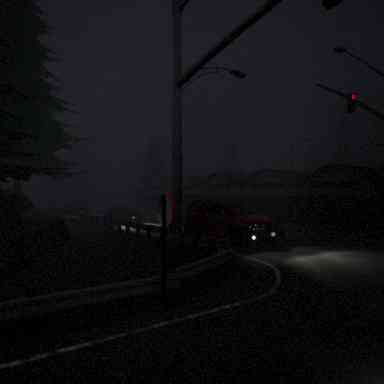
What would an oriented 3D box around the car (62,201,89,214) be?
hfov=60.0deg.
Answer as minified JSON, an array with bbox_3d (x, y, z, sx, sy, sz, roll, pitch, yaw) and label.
[{"bbox_3d":[-13.181,1.739,37.525,2.033,1.411,5.357,0,0,-34],"label":"car"}]

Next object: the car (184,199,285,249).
[{"bbox_3d":[1.808,1.412,16.201,2.150,2.045,5.566,0,0,-36],"label":"car"}]

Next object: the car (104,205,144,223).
[{"bbox_3d":[-5.524,1.757,26.636,1.994,1.385,4.181,0,0,-35],"label":"car"}]
